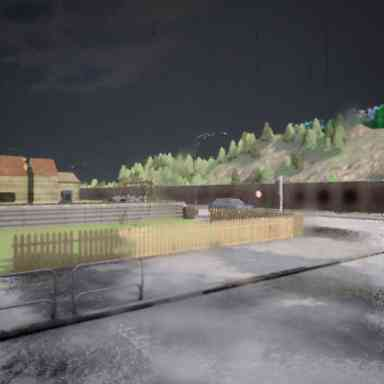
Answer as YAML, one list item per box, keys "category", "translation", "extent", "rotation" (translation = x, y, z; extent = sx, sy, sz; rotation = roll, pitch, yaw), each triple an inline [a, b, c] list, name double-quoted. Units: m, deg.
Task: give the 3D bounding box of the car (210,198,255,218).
- category: "car"
  translation: [3.644, 1.314, 30.290]
  extent: [2.097, 1.767, 4.553]
  rotation: [0, 0, -36]

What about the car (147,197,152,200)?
- category: "car"
  translation: [-8.063, 1.460, 53.858]
  extent: [1.837, 1.490, 4.892]
  rotation: [0, 0, -35]

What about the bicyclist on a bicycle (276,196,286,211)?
- category: "bicyclist on a bicycle"
  translation: [9.686, 1.294, 36.282]
  extent: [1.656, 1.620, 0.582]
  rotation: [0, 0, -35]

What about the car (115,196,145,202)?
- category: "car"
  translation: [-8.776, 1.315, 47.764]
  extent: [2.097, 1.767, 4.553]
  rotation: [0, 0, -35]

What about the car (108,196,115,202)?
- category: "car"
  translation: [-14.155, 1.482, 62.311]
  extent: [1.812, 1.442, 4.674]
  rotation: [0, 0, -36]

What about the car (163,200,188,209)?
- category: "car"
  translation: [-2.405, 1.563, 38.780]
  extent: [1.895, 1.301, 4.718]
  rotation: [0, 0, -35]
